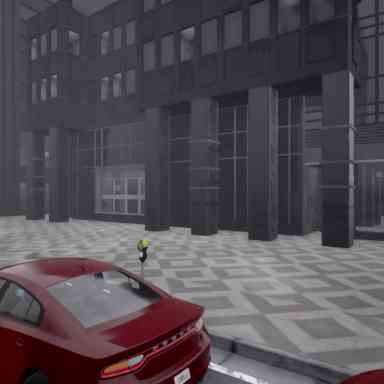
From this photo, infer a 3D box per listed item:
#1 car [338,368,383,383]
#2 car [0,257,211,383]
[{"bbox_3d":[2.691,1.545,1.048,4.507,1.381,1.887,0,0,35],"label":"car"},{"bbox_3d":[-1.905,1.545,4.311,4.507,1.381,1.887,0,0,35],"label":"car"}]
